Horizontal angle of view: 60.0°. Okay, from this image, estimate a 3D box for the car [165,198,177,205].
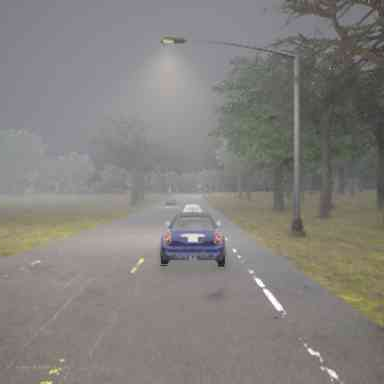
[{"bbox_3d":[-3.535,1.747,57.827,2.033,1.411,5.357,0,0,1],"label":"car"}]

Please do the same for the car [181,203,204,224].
[{"bbox_3d":[0.054,1.773,27.984,1.812,1.442,4.674,0,0,1],"label":"car"}]

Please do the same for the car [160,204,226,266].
[{"bbox_3d":[0.047,1.493,12.290,2.097,1.767,4.553,0,-1,1],"label":"car"}]
